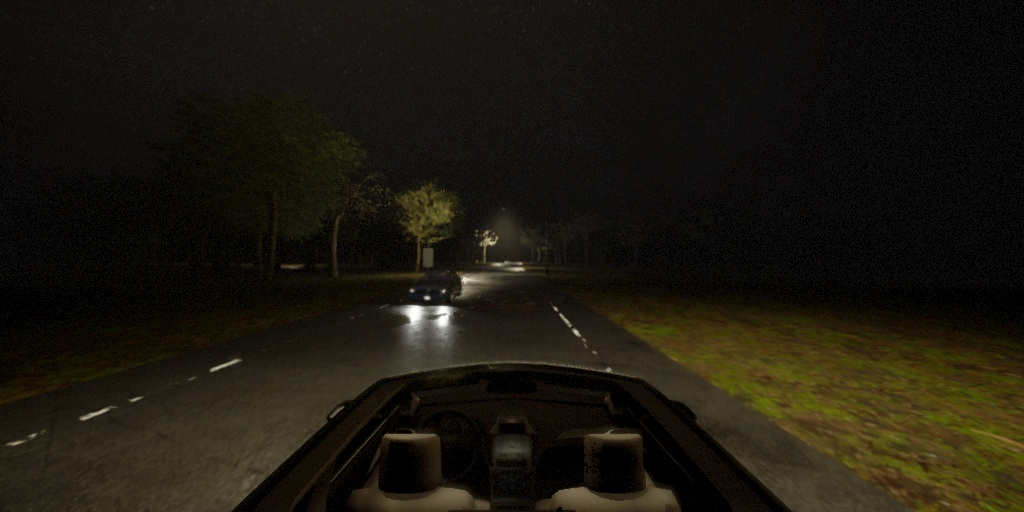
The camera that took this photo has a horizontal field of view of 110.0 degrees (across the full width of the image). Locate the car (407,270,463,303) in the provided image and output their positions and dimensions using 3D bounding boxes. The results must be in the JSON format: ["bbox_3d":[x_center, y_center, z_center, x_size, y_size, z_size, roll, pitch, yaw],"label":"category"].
[{"bbox_3d":[-3.578,1.418,17.819,2.033,1.411,5.357,1,-1,0],"label":"car"}]
